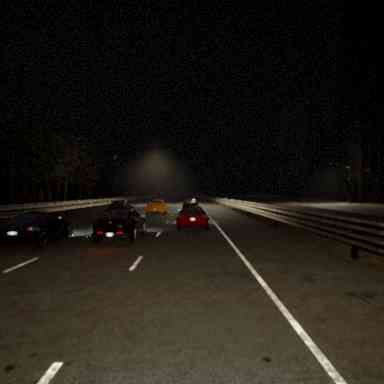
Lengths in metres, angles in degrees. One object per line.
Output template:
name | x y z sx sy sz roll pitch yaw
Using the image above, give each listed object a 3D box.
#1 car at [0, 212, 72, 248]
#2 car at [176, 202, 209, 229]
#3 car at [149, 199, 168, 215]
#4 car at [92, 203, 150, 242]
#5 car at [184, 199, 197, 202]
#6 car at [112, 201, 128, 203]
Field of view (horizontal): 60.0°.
car | -6.932 1.566 14.866 1.994 1.385 4.181 0 0 0
car | 0.027 1.577 21.528 1.994 1.385 4.181 0 0 0
car | -3.616 1.521 34.853 1.882 1.535 5.008 0 0 -1
car | -3.439 1.510 16.270 1.837 1.490 4.892 0 0 0
car | -0.195 1.549 40.176 2.128 1.511 4.902 0 0 -1
car | -7.086 1.586 32.820 2.033 1.411 5.357 0 0 -1
